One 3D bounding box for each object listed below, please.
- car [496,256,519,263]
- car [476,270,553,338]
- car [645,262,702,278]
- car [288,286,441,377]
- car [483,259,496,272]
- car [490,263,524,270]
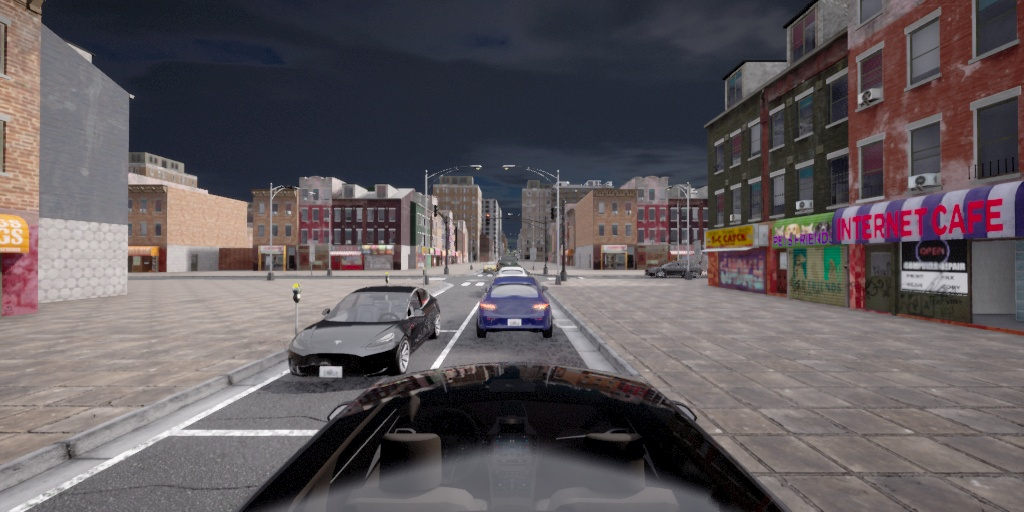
[{"bbox_3d":[-0.360,1.009,41.230,2.150,2.045,5.566,-1,0,-1],"label":"car"},{"bbox_3d":[0.068,1.278,10.082,1.812,1.442,4.674,0,0,0],"label":"car"},{"bbox_3d":[14.795,1.257,33.001,4.892,1.490,1.837,0,0,0],"label":"car"},{"bbox_3d":[-2.645,1.317,7.402,1.948,1.339,4.313,0,0,0],"label":"car"},{"bbox_3d":[-2.690,1.322,45.000,1.751,1.417,4.829,0,0,0],"label":"car"},{"bbox_3d":[-0.003,1.284,19.216,1.812,1.442,4.674,0,0,0],"label":"car"}]
